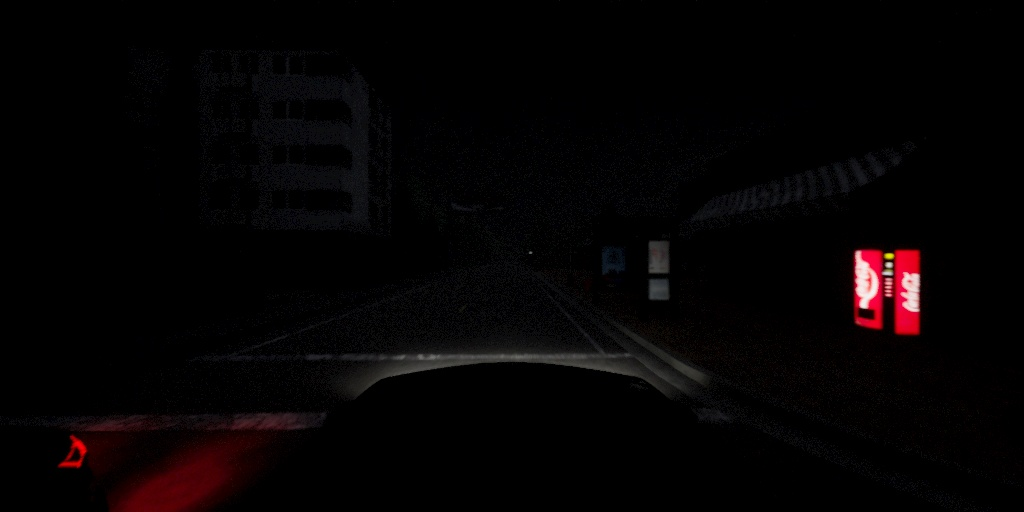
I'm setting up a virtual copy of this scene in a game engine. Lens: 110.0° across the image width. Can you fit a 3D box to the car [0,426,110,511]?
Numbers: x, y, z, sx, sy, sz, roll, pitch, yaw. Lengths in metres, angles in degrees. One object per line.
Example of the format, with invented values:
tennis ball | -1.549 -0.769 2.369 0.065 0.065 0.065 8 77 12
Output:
car | -3.500 1.365 0.429 1.994 1.385 4.181 0 0 0
